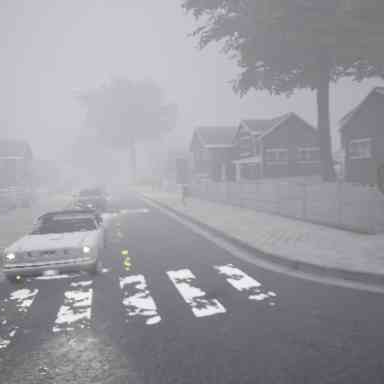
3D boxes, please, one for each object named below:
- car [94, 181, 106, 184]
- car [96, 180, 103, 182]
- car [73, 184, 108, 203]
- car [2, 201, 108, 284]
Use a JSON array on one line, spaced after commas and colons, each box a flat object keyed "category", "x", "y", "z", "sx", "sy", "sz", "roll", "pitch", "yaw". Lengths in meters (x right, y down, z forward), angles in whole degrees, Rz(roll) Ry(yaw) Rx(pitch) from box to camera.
[{"category": "car", "x": -10.736, "y": -0.152, "z": 37.580, "sx": 1.994, "sy": 1.385, "sz": 4.181, "roll": -3, "pitch": 4, "yaw": -15}, {"category": "car", "x": -17.043, "y": -1.462, "z": 61.605, "sx": 2.097, "sy": 1.767, "sz": 4.553, "roll": -3, "pitch": 3, "yaw": -15}, {"category": "car", "x": -6.741, "y": 0.493, "z": 22.306, "sx": 1.837, "sy": 1.490, "sz": 4.892, "roll": -3, "pitch": 3, "yaw": -15}, {"category": "car", "x": -3.307, "y": 1.212, "z": 8.835, "sx": 1.895, "sy": 1.301, "sz": 4.718, "roll": -3, "pitch": 3, "yaw": -11}]
